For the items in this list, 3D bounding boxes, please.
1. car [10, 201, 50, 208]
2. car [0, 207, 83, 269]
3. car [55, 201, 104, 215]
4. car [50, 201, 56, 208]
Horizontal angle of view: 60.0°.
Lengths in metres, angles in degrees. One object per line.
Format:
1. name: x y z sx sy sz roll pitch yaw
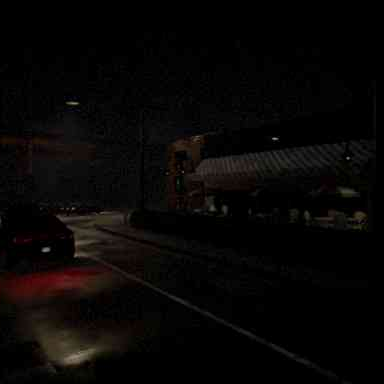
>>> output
1. car: -11.410 1.546 22.801 1.882 1.535 5.008 0 0 -14
2. car: -5.548 1.512 11.575 1.882 1.535 5.008 0 0 -34
3. car: -11.209 1.644 34.325 2.033 1.411 5.357 0 0 17
4. car: -14.696 1.650 35.010 2.033 1.411 5.357 0 0 16
